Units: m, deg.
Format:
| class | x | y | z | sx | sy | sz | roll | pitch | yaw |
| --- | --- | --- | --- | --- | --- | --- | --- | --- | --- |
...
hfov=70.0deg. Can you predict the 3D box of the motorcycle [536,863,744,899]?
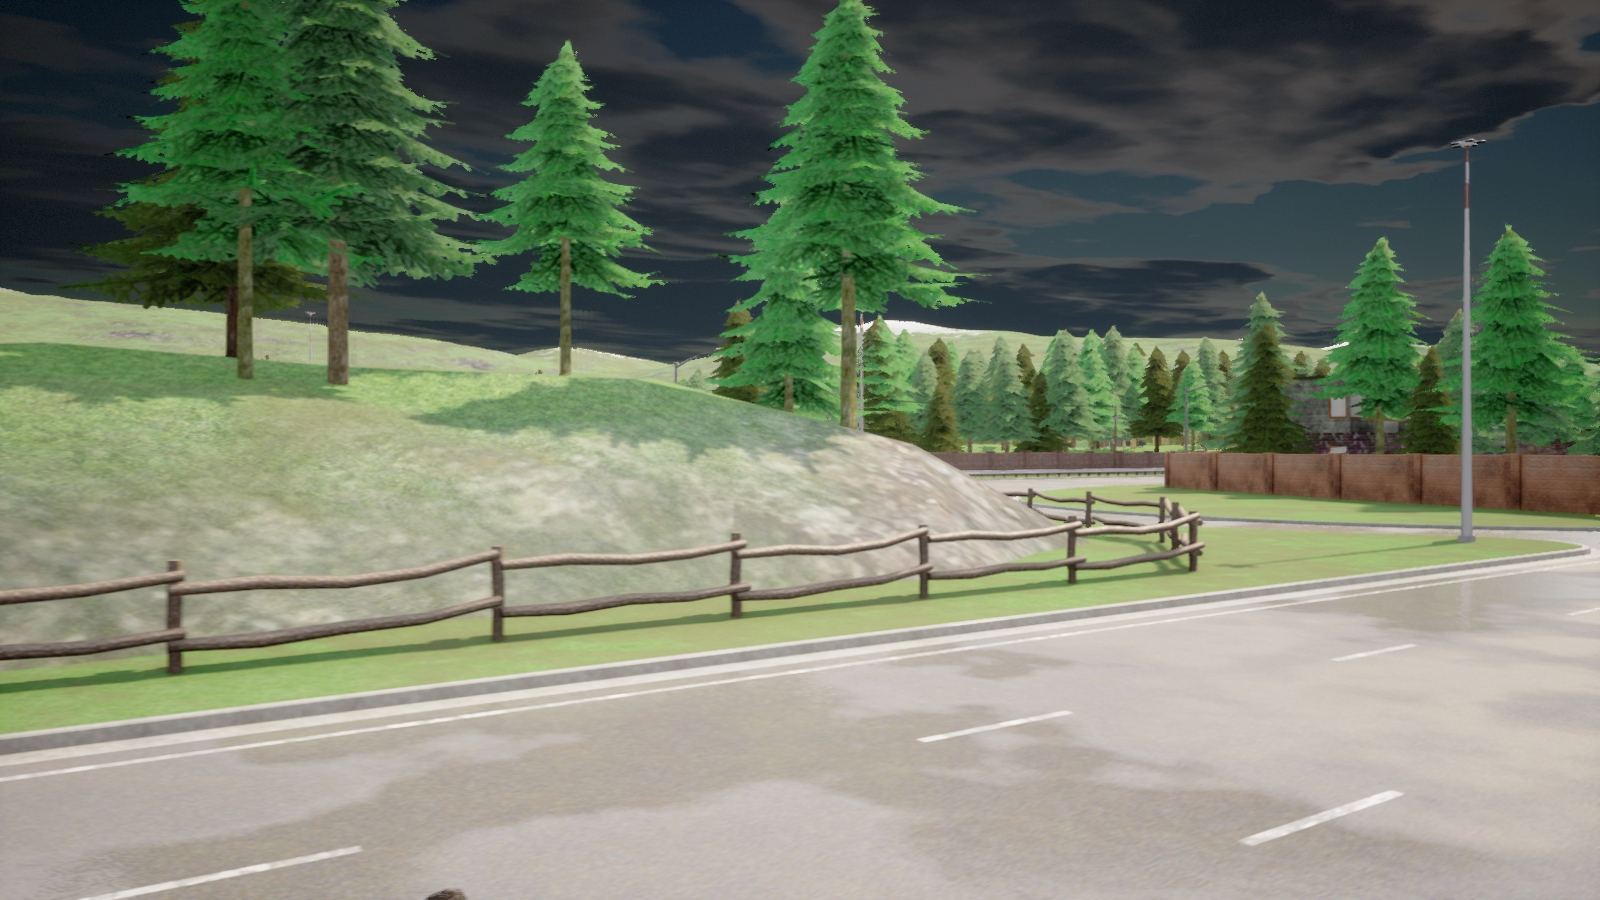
| class | x | y | z | sx | sy | sz | roll | pitch | yaw |
| --- | --- | --- | --- | --- | --- | --- | --- | --- | --- |
| motorcycle | -1.092 | 2.205 | 3.347 | 2.209 | 1.251 | 0.867 | -1 | 1 | -35 |
